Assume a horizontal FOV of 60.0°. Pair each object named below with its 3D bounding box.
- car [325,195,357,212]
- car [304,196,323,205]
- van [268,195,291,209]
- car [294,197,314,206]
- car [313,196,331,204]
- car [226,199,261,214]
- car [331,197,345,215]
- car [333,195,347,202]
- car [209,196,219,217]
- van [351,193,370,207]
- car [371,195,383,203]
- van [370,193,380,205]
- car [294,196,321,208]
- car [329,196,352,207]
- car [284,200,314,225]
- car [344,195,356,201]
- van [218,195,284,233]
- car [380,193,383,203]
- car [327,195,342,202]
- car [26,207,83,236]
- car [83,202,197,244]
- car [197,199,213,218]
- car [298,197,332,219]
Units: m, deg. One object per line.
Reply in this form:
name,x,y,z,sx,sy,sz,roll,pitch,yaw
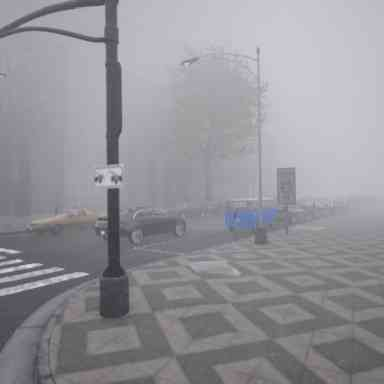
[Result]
car,16.023,1.361,35.972,2.008,1.369,4.403,-1,0,36
car,21.011,1.436,57.495,1.752,1.417,4.829,-1,0,36
van,11.839,1.289,44.756,1.690,1.788,3.998,-1,0,36
car,18.021,1.488,53.339,1.947,1.339,4.313,-1,0,36
car,24.201,1.449,61.926,2.008,1.369,4.403,-1,0,36
car,5.663,1.525,36.169,2.008,1.369,4.403,-1,0,36
car,12.861,1.406,31.579,1.802,1.307,4.206,-1,0,36
car,33.148,1.411,74.357,1.887,1.381,4.507,-1,-1,36
car,2.570,1.304,31.878,2.192,1.841,5.009,-1,0,36
van,22.344,1.125,44.761,1.690,1.788,3.998,-1,0,36
car,34.997,1.302,62.334,1.947,1.339,4.313,-1,-1,36
van,28.669,1.100,53.548,1.690,1.788,3.998,-1,0,36
car,15.943,1.383,45.730,2.128,1.511,4.902,-1,-1,36
car,21.785,1.373,48.710,2.033,1.411,5.357,-1,-1,36
car,6.536,1.420,22.792,1.947,1.339,4.313,-1,0,36
car,39.509,1.397,83.195,2.008,1.369,4.403,-1,-1,36
van,3.371,1.211,18.400,1.690,1.788,3.998,-1,0,36
car,31.933,1.272,58.078,1.752,1.417,4.829,-1,-1,36
car,29.968,1.428,69.938,2.008,1.369,4.403,-1,-1,36
car,-6.802,1.561,18.862,1.752,1.417,4.829,-1,0,36
car,-2.186,1.427,15.408,2.128,1.511,4.902,-1,-1,36
car,-0.517,1.548,27.584,1.887,1.381,4.507,-1,0,36
car,9.698,1.384,27.185,1.887,1.381,4.507,-1,0,36
